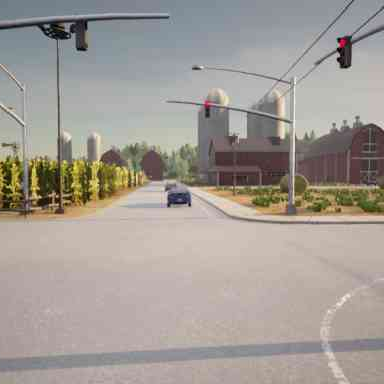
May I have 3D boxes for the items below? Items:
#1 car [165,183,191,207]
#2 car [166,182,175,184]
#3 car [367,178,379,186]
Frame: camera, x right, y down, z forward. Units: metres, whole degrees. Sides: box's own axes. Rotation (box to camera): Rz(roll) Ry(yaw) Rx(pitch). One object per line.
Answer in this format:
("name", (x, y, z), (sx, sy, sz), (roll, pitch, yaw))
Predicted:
("car", (-1.120, 0.338, 27.632), (1.882, 1.535, 5.008), (0, 3, -5))
("car", (-3.357, -0.826, 52.862), (2.128, 1.511, 4.902), (0, 3, -5))
("car", (42.346, -2.352, 77.565), (1.905, 1.878, 3.866), (10, 10, 41))
